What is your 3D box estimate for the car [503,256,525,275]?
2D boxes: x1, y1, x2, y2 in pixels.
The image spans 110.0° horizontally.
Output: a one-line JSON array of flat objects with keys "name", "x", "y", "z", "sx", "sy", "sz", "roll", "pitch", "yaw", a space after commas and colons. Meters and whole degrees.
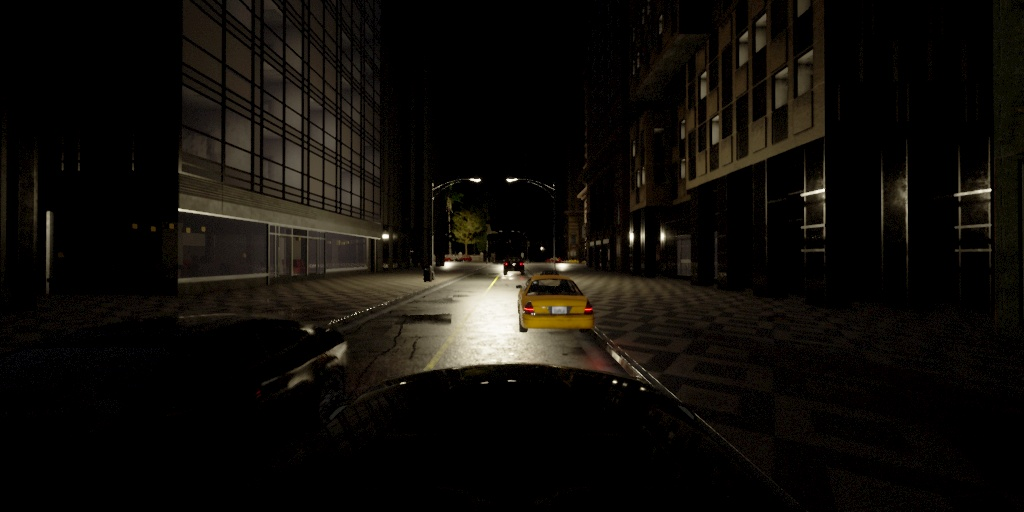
[{"name": "car", "x": 0.226, "y": 0.972, "z": 38.248, "sx": 2.150, "sy": 2.045, "sz": 5.566, "roll": 0, "pitch": 0, "yaw": 1}]

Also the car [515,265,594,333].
[{"name": "car", "x": 1.087, "y": 1.206, "z": 10.699, "sx": 1.801, "sy": 1.575, "sz": 5.366, "roll": 0, "pitch": 0, "yaw": 0}]

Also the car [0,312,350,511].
[{"name": "car", "x": -2.997, "y": 1.276, "z": 2.890, "sx": 1.812, "sy": 1.442, "sz": 4.674, "roll": 0, "pitch": 0, "yaw": 0}]
